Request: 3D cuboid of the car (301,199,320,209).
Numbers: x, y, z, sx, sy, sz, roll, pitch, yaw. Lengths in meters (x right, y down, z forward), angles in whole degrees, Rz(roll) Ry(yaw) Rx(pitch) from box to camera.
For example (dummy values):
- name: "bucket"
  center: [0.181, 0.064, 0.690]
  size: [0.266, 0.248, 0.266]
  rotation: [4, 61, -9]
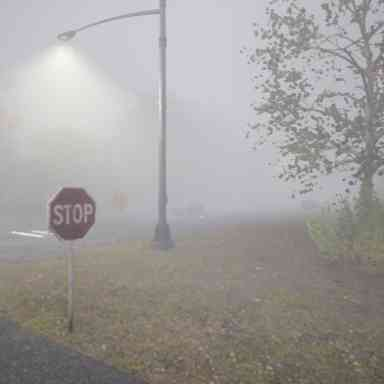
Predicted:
- name: "car"
  center: [17.807, 1.806, 49.571]
  size: [2.128, 1.511, 4.902]
  rotation: [0, 0, 36]

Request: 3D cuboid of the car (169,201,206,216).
- name: "car"
  center: [-0.450, 1.744, 36.318]
  size: [1.882, 1.535, 5.008]
  rotation: [0, 1, 36]
